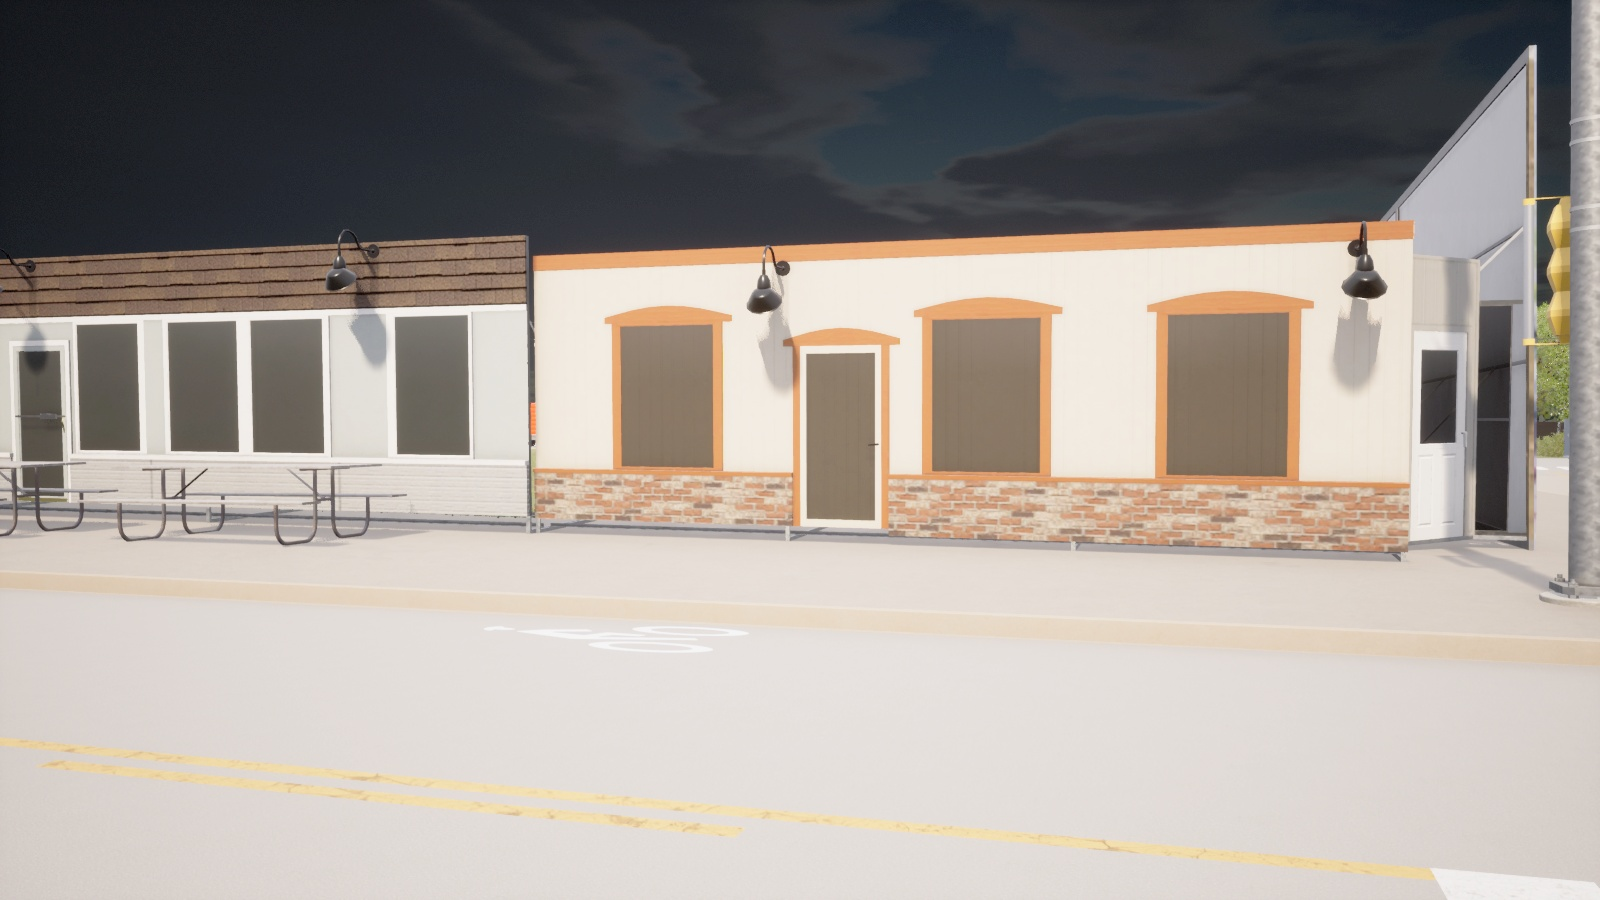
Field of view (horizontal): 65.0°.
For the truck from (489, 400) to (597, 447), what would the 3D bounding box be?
[{"bbox_3d":[-14.121,-1.473,69.189,5.204,2.467,2.627,1,1,12],"label":"truck"}]
